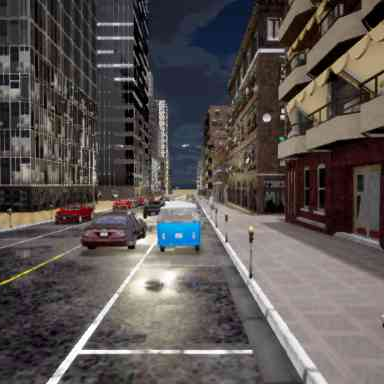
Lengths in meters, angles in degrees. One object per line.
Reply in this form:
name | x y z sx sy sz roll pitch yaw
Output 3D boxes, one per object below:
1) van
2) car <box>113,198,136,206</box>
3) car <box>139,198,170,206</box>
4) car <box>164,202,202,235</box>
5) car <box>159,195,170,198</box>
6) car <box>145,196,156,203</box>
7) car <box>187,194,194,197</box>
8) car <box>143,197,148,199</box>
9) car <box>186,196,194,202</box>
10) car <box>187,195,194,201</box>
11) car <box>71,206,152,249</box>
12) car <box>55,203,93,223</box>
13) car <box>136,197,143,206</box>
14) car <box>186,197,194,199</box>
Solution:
van | -0.474 1.340 13.712 1.690 1.788 3.998 -1 0 0
car | -8.817 1.553 42.322 1.887 1.381 4.507 -1 0 0
car | -3.145 1.519 29.399 1.837 1.490 4.892 0 0 0
car | -0.472 1.439 19.410 1.967 1.590 4.097 -1 0 0
car | -6.144 1.519 75.749 2.128 1.511 4.902 0 0 0
car | -8.816 1.617 70.812 1.802 1.307 4.206 -1 0 0
car | -0.471 1.555 65.159 1.752 1.417 4.829 -1 0 0
car | -8.817 1.562 53.716 1.887 1.381 4.507 -1 0 0
car | -0.471 1.586 76.385 1.887 1.381 4.507 -1 0 0
car | -0.471 1.580 87.950 1.752 1.417 4.829 -1 0 0
car | -3.145 1.563 14.397 2.033 1.411 5.357 0 0 0
car | -8.817 1.545 25.228 1.887 1.381 4.507 -1 0 0
car | -8.817 1.563 48.019 2.008 1.369 4.403 -1 0 0
car | -0.471 1.528 30.975 1.752 1.417 4.829 -1 0 0
